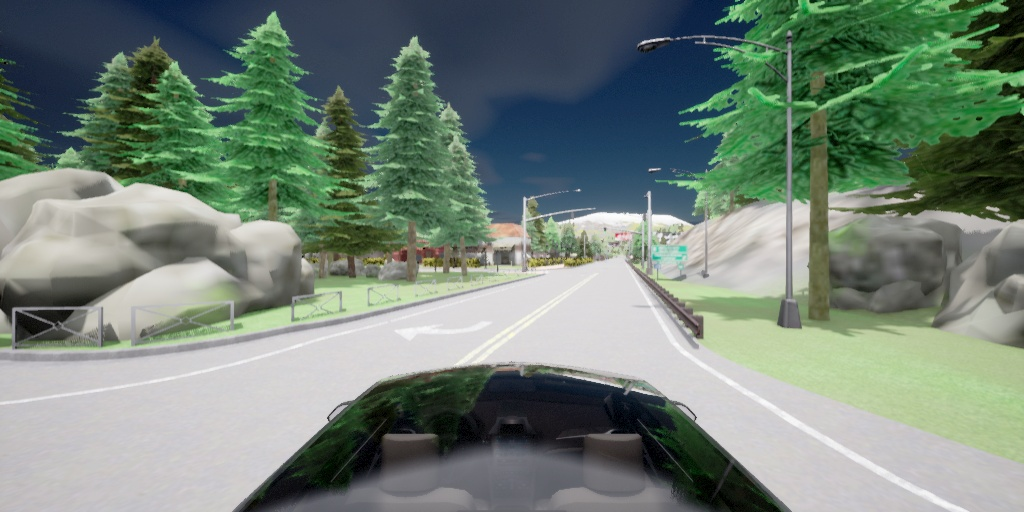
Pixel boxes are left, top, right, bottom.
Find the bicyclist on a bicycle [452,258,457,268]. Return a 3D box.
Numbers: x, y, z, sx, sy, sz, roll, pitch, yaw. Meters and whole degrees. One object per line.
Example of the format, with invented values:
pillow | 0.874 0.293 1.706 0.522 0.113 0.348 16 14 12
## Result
bicyclist on a bicycle | -8.647 1.065 54.118 0.582 1.620 1.656 0 0 17
